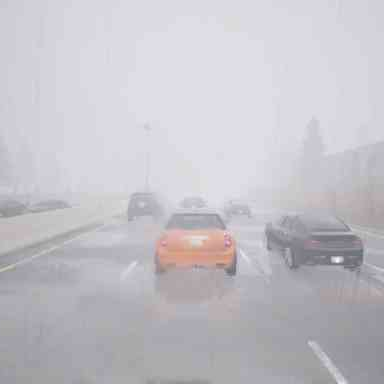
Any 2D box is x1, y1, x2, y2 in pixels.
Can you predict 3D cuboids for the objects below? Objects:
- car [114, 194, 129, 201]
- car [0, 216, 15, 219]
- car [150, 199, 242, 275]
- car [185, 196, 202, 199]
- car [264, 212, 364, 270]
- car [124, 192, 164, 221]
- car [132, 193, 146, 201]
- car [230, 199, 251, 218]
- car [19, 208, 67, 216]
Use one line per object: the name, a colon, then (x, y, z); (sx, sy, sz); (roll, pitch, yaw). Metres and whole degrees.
car: (-13.887, 1.015, 65.744); (1.895, 1.301, 4.718); (0, 1, 2)
car: (-14.077, 1.258, 24.400); (1.882, 1.535, 5.008); (0, 0, 0)
car: (0.104, 1.260, 10.308); (2.097, 1.767, 4.553); (0, 1, 0)
car: (0.117, 1.125, 25.707); (2.097, 1.767, 4.553); (0, 0, 0)
car: (3.605, 1.411, 10.662); (1.837, 1.490, 4.892); (0, 0, 0)
car: (-3.382, 1.000, 25.015); (2.150, 2.045, 5.566); (0, 0, 0)
car: (-10.376, 0.921, 65.580); (1.837, 1.490, 4.892); (0, 1, 2)
car: (3.608, 1.289, 26.934); (1.812, 1.442, 4.674); (0, 1, 0)
car: (-10.577, 1.284, 24.686); (1.837, 1.490, 4.892); (0, 1, 0)
